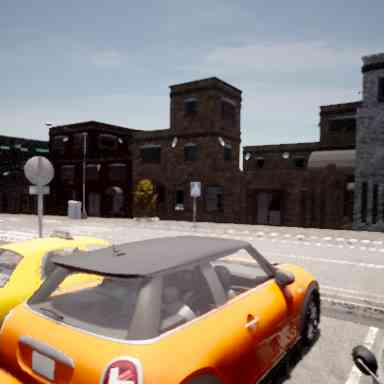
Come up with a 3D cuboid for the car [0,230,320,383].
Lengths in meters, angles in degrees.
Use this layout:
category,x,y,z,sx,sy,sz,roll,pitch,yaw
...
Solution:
category,x,y,z,sx,sy,sz,roll,pitch,yaw
car,0.090,1.350,4.288,2.185,1.767,4.553,0,0,36
